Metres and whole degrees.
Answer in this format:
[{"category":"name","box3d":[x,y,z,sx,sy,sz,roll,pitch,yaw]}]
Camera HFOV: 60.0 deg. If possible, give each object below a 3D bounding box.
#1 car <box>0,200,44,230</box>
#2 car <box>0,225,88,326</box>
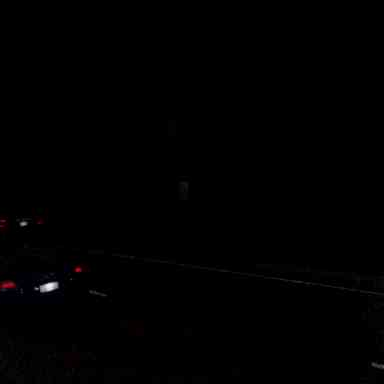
[{"category":"car","box3d":[-8.756,1.368,14.645,5.566,2.045,2.150,-1,0,37]},{"category":"car","box3d":[-4.098,1.632,6.920,4.181,1.385,1.994,-1,0,36]}]
